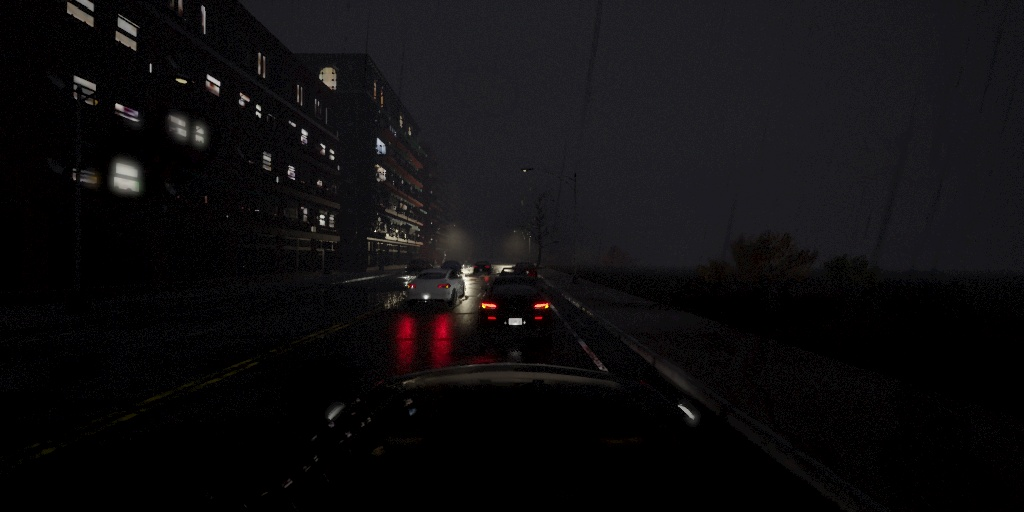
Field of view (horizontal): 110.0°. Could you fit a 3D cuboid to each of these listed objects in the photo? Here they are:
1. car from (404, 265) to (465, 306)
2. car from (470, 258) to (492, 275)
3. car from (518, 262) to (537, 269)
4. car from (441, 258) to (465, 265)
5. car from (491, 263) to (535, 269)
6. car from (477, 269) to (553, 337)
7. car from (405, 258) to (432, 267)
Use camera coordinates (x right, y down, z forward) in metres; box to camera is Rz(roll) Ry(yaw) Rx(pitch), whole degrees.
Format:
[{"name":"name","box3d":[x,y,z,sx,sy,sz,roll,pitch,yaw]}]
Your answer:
[{"name":"car","box3d":[-3.190,1.278,15.593,1.812,1.442,4.674,0,0,0]},{"name":"car","box3d":[-3.254,1.279,39.934,1.812,1.442,4.674,0,0,0]},{"name":"car","box3d":[1.061,1.232,29.899,1.882,1.535,5.008,0,0,0]},{"name":"car","box3d":[-6.704,1.231,39.539,1.882,1.535,5.008,0,0,0]},{"name":"car","box3d":[0.050,1.317,20.370,1.994,1.385,4.181,0,0,0]},{"name":"car","box3d":[0.069,1.277,10.203,1.812,1.442,4.674,0,0,0]},{"name":"car","box3d":[-9.951,1.106,38.464,2.097,1.767,4.553,0,0,0]}]
